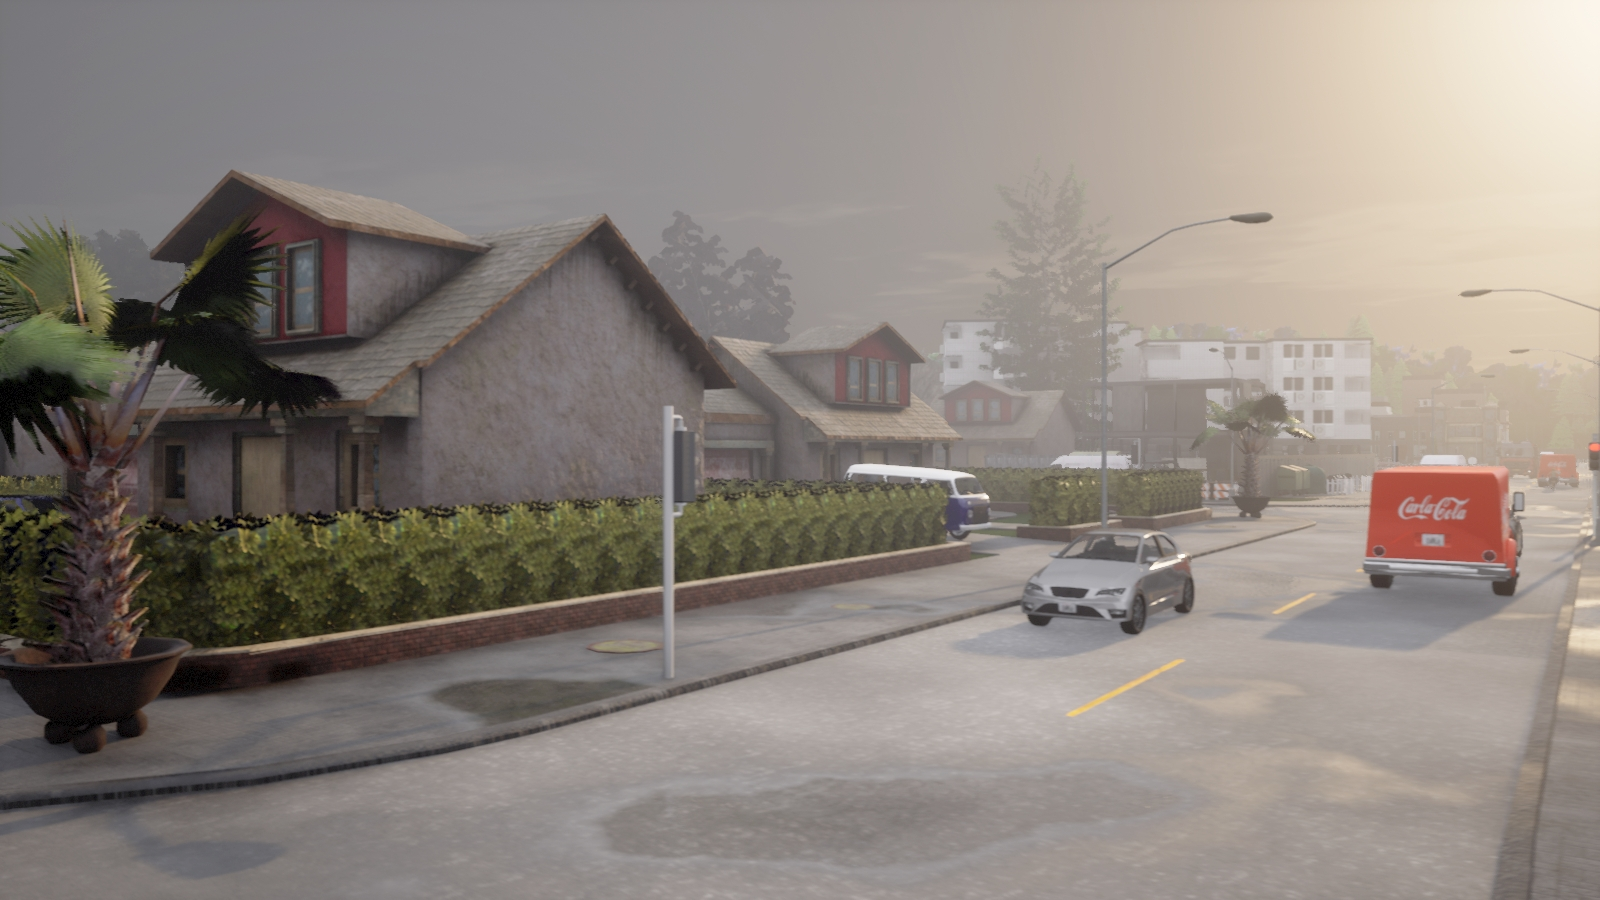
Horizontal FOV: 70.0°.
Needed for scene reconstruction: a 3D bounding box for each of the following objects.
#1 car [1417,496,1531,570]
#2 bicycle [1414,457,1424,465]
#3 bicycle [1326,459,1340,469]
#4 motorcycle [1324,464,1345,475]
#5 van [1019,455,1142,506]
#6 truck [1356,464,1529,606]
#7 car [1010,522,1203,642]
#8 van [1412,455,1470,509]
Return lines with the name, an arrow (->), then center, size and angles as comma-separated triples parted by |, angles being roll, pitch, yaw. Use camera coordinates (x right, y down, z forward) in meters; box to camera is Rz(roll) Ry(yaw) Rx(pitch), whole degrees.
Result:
car -> 17.287, 2.047, 29.196 | 2.128, 1.511, 4.902 | 0, 0, 35
bicycle -> 119.279, 2.056, 220.085 | 1.643, 1.496, 0.373 | 0, 0, 35
bicycle -> 78.666, 2.060, 168.639 | 1.835, 1.471, 0.329 | 0, 0, 35
motorcycle -> 60.726, 2.186, 129.733 | 2.033, 1.199, 0.803 | 0, 0, 35
van -> 14.605, 1.534, 59.609 | 5.915, 2.561, 1.988 | 0, 0, 35
truck -> 13.375, 1.573, 23.595 | 2.627, 2.467, 5.204 | 0, 0, 35
car -> 5.181, 2.066, 18.901 | 1.816, 1.474, 4.193 | 0, 0, 34
van -> 32.538, 1.534, 57.918 | 1.988, 2.561, 5.915 | 0, 0, 35
